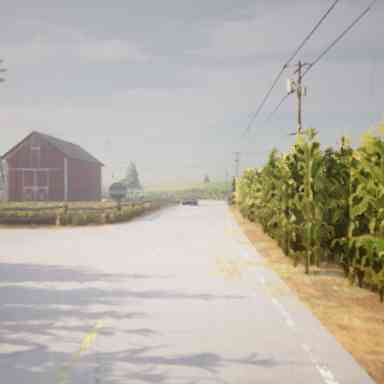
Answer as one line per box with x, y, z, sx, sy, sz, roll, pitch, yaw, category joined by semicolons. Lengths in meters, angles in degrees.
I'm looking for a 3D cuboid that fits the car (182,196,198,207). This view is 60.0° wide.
-0.243;1.298;46.521;1.994;1.385;4.181;0;0;5;car
